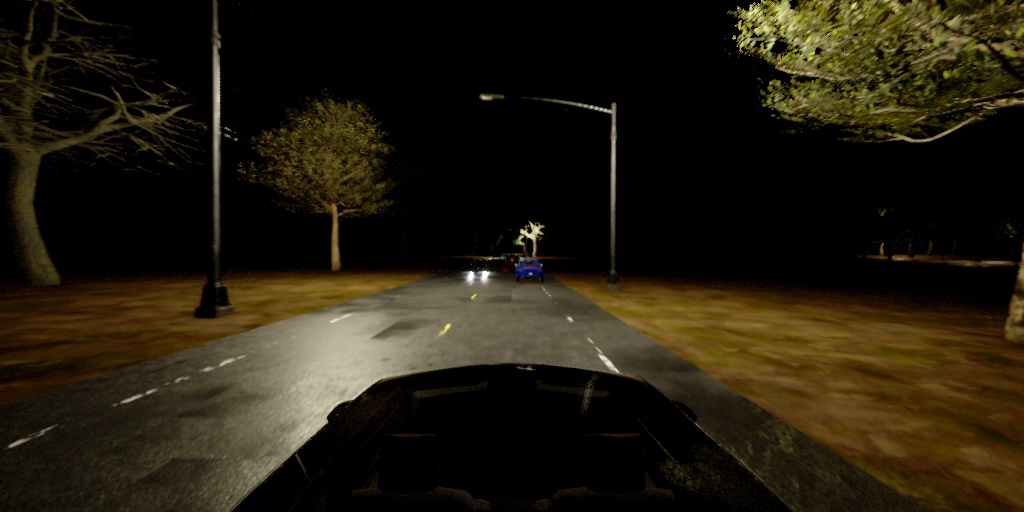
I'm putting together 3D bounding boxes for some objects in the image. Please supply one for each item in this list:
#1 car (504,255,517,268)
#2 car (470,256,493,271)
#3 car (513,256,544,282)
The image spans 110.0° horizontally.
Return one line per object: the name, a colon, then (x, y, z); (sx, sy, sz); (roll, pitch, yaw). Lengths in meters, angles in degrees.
car: (0.007, 0.608, 47.415); (2.097, 1.767, 4.553); (0, 1, 0)
car: (-3.558, 0.942, 40.033); (1.895, 1.301, 4.718); (0, 1, 1)
car: (1.223, 0.979, 25.979); (1.882, 1.535, 5.008); (0, 1, 0)
